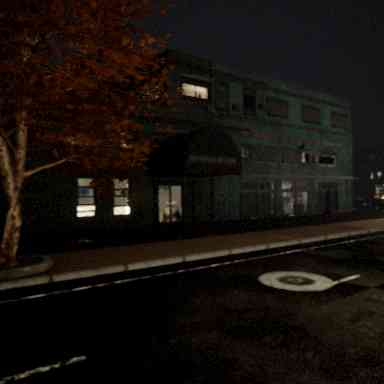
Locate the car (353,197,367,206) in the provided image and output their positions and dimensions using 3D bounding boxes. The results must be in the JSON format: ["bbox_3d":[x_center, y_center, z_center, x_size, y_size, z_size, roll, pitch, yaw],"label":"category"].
[{"bbox_3d":[27.545,1.585,54.702,2.008,1.369,4.403,-2,0,-36],"label":"car"}]

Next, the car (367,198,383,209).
[{"bbox_3d":[25.591,1.622,42.952,1.947,1.339,4.313,-2,0,-36],"label":"car"}]
